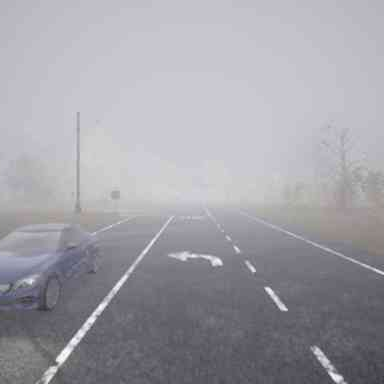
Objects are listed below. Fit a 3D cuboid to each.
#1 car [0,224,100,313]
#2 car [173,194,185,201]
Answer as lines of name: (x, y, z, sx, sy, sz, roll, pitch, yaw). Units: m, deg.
car: (-3.507, 1.520, 7.779, 1.812, 1.442, 4.674, 0, 0, 0)
car: (-3.437, 1.209, 81.534, 2.097, 1.767, 4.553, 0, 0, 0)
